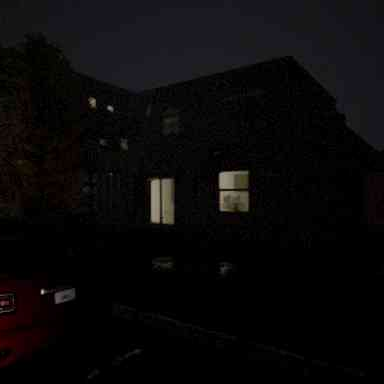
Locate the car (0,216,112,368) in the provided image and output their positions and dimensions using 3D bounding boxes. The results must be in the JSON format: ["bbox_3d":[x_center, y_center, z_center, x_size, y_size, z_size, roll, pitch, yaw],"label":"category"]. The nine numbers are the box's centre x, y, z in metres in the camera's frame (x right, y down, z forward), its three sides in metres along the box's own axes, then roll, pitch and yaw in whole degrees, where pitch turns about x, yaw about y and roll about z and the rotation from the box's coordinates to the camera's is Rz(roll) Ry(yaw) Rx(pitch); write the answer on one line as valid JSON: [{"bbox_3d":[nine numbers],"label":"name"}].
[{"bbox_3d":[-3.448,1.317,5.338,5.009,1.841,2.192,0,0,35],"label":"car"}]
